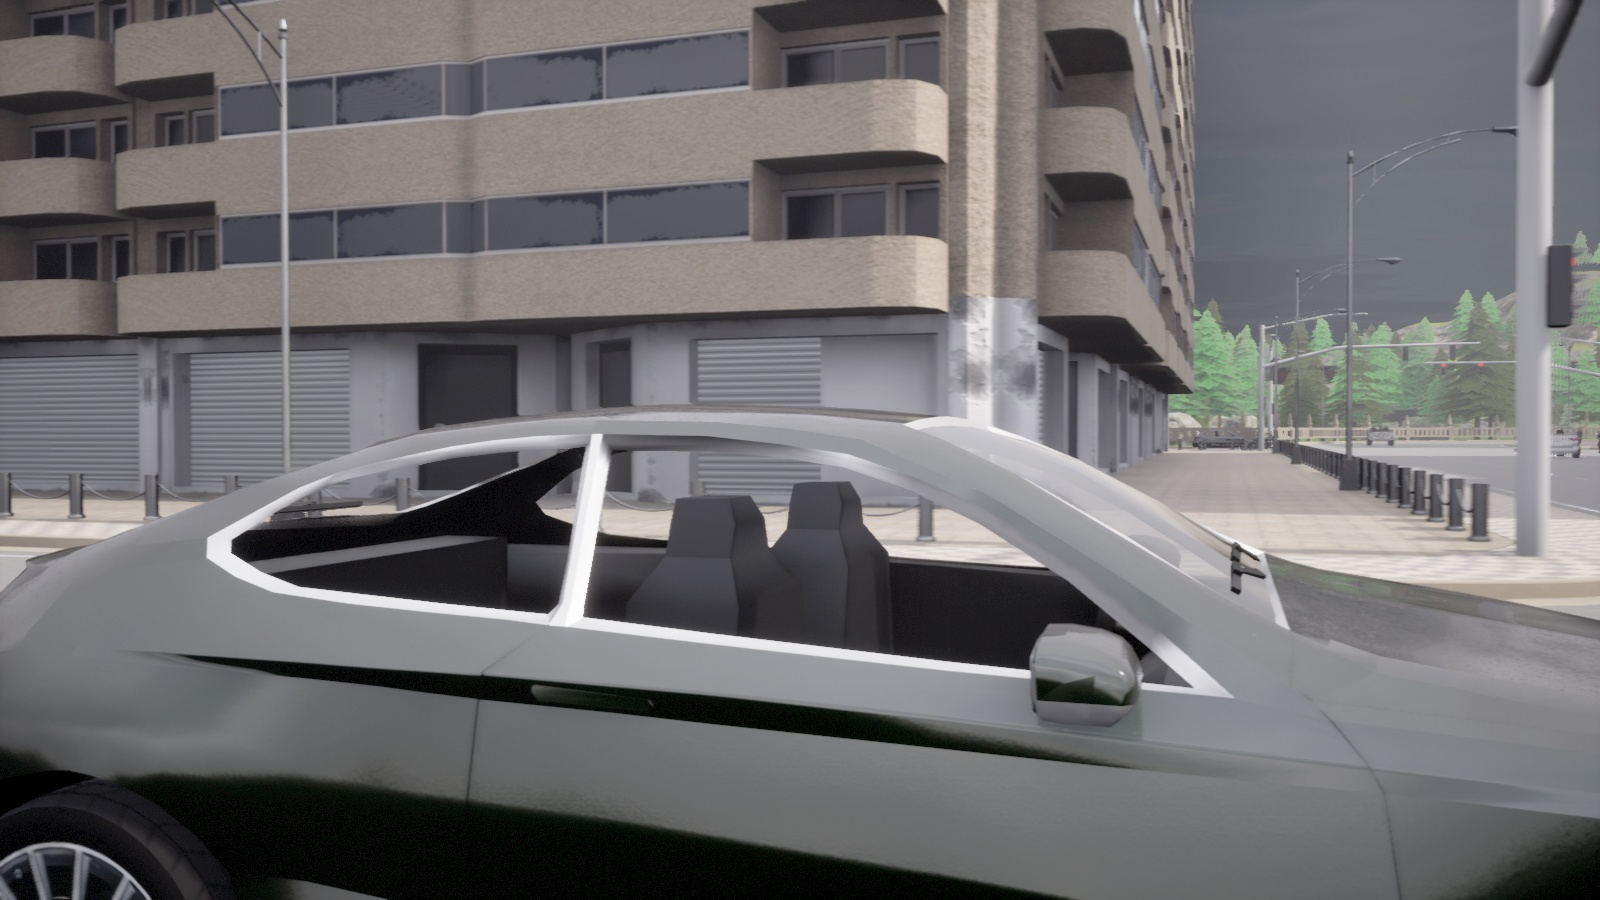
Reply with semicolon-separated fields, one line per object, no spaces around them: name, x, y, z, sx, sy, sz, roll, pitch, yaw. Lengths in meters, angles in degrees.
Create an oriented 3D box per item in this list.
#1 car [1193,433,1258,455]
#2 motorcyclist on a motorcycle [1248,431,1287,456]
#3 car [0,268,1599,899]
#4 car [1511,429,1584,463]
car;29.476;-0.442;87.071;4.193;1.474;1.816;1;1;18
motorcyclist on a motorcycle;30.846;-0.438;82.889;2.350;1.649;0.766;0;1;19
car;0.231;0.554;3.113;5.027;1.651;2.152;1;1;19
car;37.720;-0.232;63.521;2.242;1.667;4.611;1;1;19
